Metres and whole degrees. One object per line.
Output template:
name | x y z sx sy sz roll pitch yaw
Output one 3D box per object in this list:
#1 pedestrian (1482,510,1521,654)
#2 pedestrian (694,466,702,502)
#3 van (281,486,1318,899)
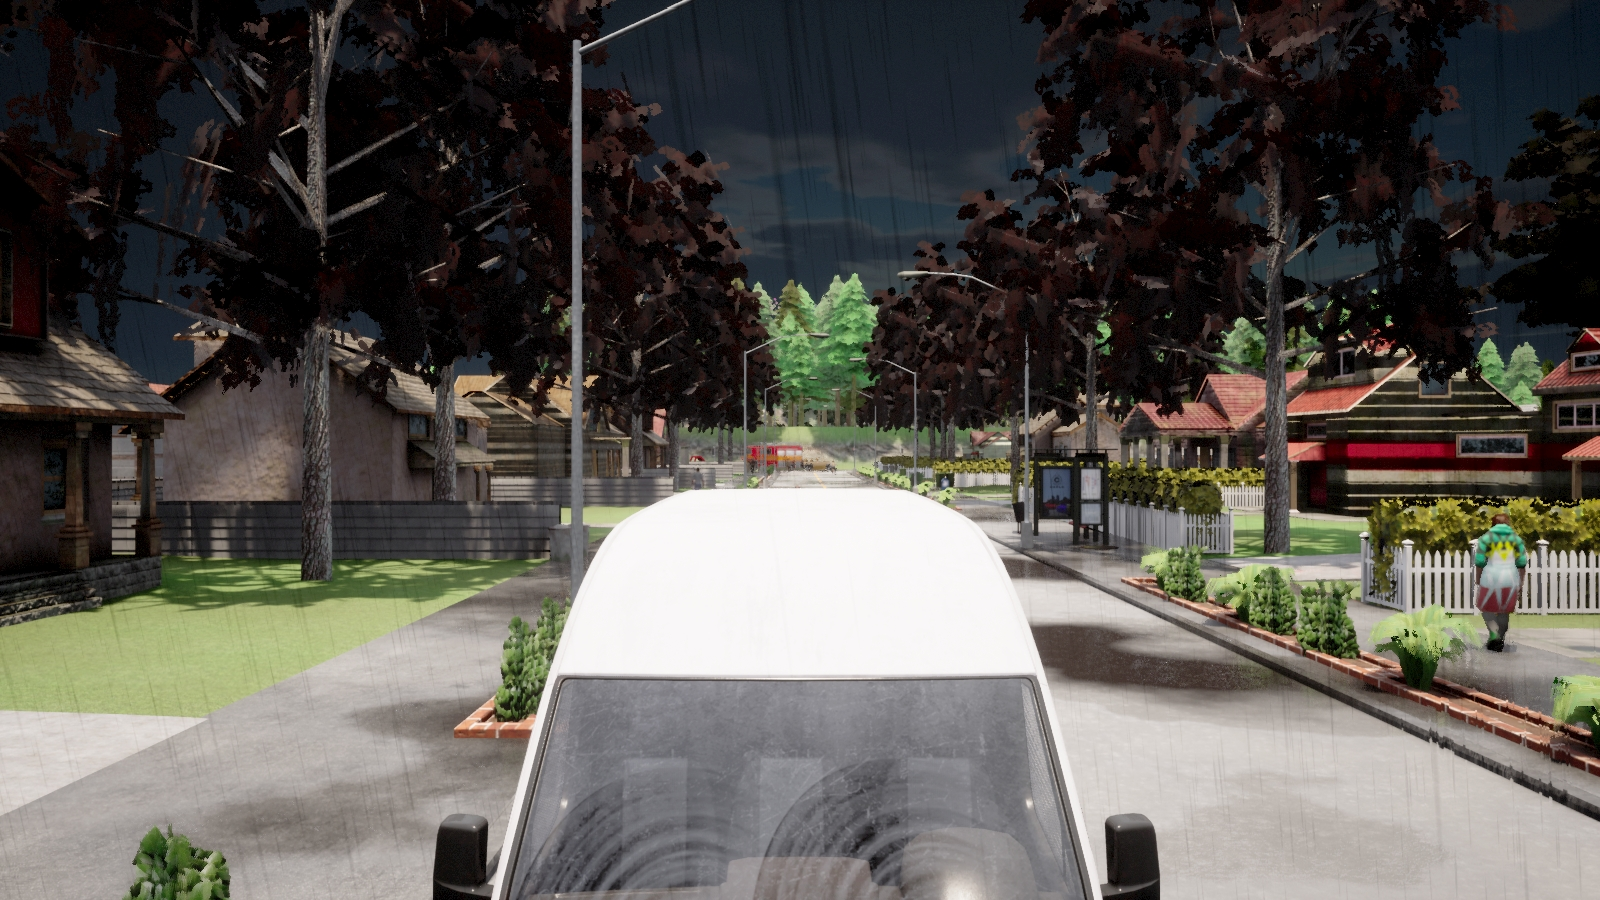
pedestrian | 9.352 1.744 15.241 0.375 1.860 0.375 0 0 20
pedestrian | -5.266 1.743 59.201 0.375 1.860 0.375 0 0 3
van | -0.006 1.534 5.149 1.988 2.561 5.915 0 0 0
